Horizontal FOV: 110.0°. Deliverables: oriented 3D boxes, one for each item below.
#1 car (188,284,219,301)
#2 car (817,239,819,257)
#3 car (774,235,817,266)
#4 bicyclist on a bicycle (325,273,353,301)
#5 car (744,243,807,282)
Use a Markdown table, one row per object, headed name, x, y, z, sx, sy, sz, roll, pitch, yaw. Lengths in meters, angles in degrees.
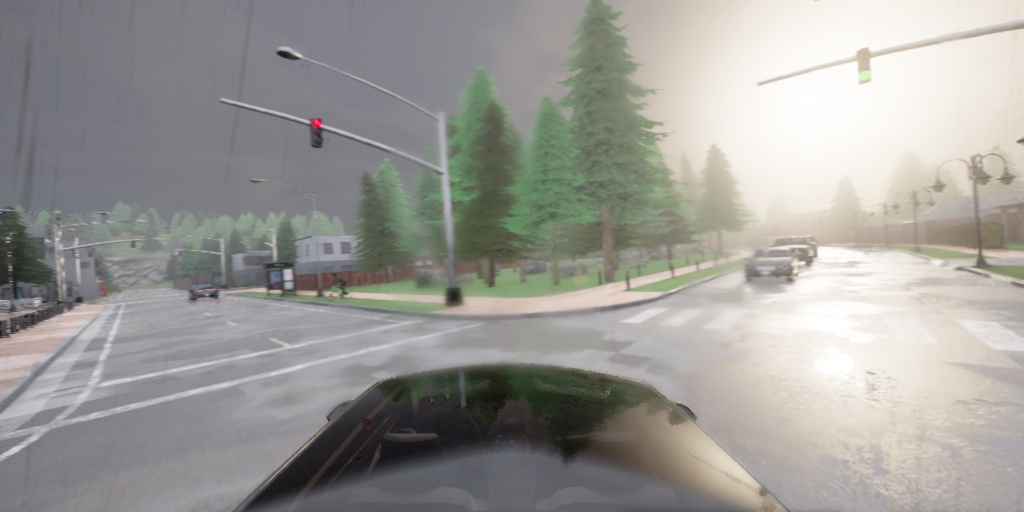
| name | x | y | z | sx | sy | sz | roll | pitch | yaw |
| --- | --- | --- | --- | --- | --- | --- | --- | --- | --- |
| car | -29.672 | 3.440 | 34.482 | 4.902 | 1.511 | 2.128 | -4 | 0 | 44 |
| car | 26.934 | -0.886 | 33.260 | 2.150 | 2.045 | 5.566 | -4 | 0 | 42 |
| car | 19.754 | -0.393 | 25.305 | 2.150 | 2.045 | 5.566 | -4 | 0 | 43 |
| bicyclist on a bicycle | -10.467 | 1.847 | 21.622 | 0.582 | 1.620 | 1.656 | -4 | 0 | 43 |
| car | 12.669 | 0.364 | 17.442 | 2.128 | 1.511 | 4.902 | -4 | 0 | 42 |
